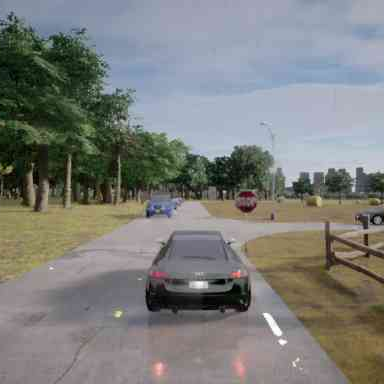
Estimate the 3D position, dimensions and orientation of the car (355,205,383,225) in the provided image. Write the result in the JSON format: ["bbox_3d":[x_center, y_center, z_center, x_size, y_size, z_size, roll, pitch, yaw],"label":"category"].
[{"bbox_3d":[14.353,1.601,23.992,4.892,1.490,1.837,0,-2,0],"label":"car"}]

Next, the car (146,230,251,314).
[{"bbox_3d":[0.106,1.572,7.740,1.994,1.385,4.181,0,0,0],"label":"car"}]

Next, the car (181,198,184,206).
[{"bbox_3d":[-2.807,1.745,56.131,1.812,1.442,4.674,0,0,1],"label":"car"}]

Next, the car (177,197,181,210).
[{"bbox_3d":[-2.838,1.673,43.399,2.033,1.411,5.357,0,0,0],"label":"car"}]

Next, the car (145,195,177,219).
[{"bbox_3d":[-2.844,1.279,30.181,2.150,2.045,5.566,0,0,0],"label":"car"}]

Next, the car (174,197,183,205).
[{"bbox_3d":[-2.744,1.846,69.513,1.812,1.442,4.674,0,-1,0],"label":"car"}]
